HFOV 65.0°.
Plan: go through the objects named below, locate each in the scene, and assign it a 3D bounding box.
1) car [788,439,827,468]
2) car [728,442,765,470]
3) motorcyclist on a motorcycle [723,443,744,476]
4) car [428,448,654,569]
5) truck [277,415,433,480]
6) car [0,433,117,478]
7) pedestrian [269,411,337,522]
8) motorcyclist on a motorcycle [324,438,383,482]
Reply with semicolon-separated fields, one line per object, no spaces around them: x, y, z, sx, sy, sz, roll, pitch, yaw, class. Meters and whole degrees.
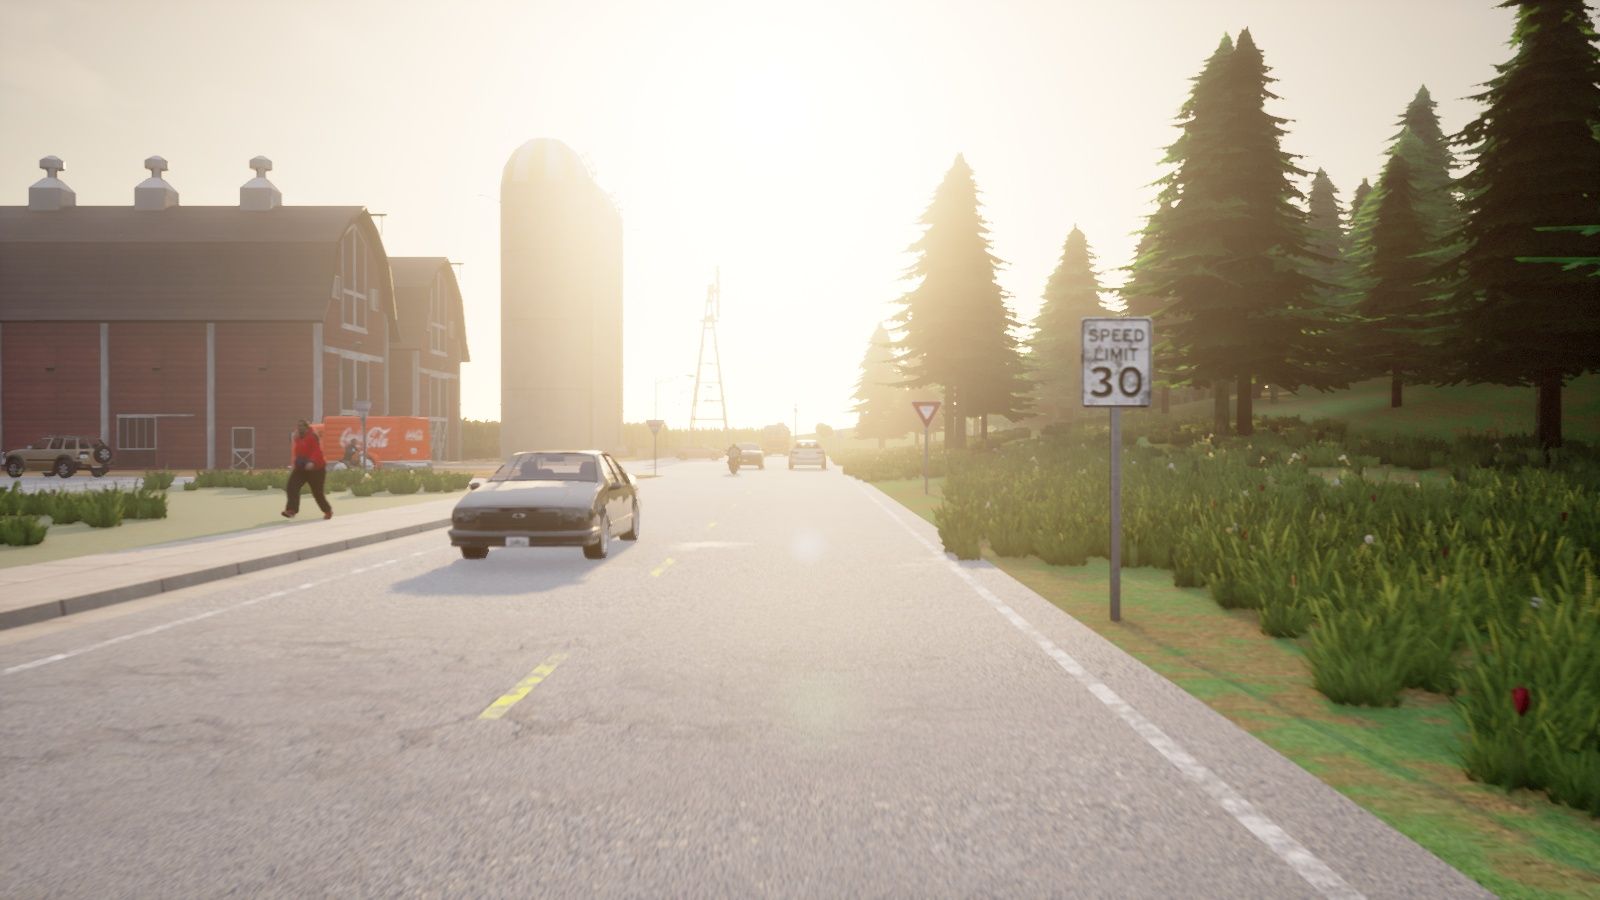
0.435;0.176;73.629;2.242;1.667;4.611;0;0;0;car
-3.071;0.312;72.641;1.882;1.535;5.008;0;0;0;car
-3.145;0.442;59.707;0.866;1.530;2.191;0;0;0;motorcyclist on a motorcycle
-3.384;0.692;17.596;2.033;1.411;5.357;0;0;0;car
-17.427;-0.103;49.247;5.204;2.467;2.627;0;0;16;truck
-31.756;0.222;53.682;4.605;1.855;1.932;0;0;19;car
-8.521;0.273;21.552;0.634;1.844;0.899;0;0;25;pedestrian
-16.086;0.356;45.246;1.817;1.590;0.866;0;0;18;motorcyclist on a motorcycle
